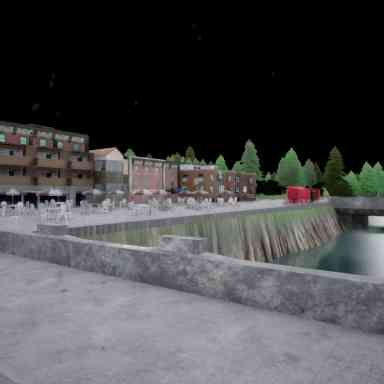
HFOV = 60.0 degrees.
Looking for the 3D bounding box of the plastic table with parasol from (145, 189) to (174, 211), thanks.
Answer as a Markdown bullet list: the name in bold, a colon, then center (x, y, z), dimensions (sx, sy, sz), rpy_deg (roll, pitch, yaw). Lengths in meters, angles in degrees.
- **plastic table with parasol**: center (-3.903, 0.925, 39.824), dimensions (2.482, 2.480, 2.482), rpy_deg (0, 0, 36)
